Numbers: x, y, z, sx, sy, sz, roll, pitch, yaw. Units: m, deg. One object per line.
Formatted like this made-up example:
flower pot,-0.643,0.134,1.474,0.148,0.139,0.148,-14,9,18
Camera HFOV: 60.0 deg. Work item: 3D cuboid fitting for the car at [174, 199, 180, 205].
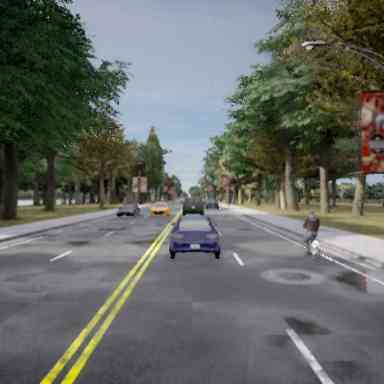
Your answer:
car,-3.187,2.306,77.187,1.812,1.442,4.674,0,-1,0

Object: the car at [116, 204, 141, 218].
car,-6.569,1.930,35.088,2.033,1.411,5.357,0,-1,0

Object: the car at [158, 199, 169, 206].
car,-6.438,2.384,75.386,1.994,1.385,4.181,0,-1,0

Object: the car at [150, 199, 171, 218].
car,-3.317,1.866,35.594,1.882,1.535,5.008,0,-1,0

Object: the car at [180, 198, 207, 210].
car,0.115,1.596,34.426,2.150,2.045,5.566,0,-1,0

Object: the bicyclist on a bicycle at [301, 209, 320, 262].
bicyclist on a bicycle,4.149,1.492,11.726,0.659,1.776,1.843,0,0,0

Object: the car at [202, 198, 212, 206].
car,3.310,2.234,73.455,2.097,1.767,4.553,0,-1,0

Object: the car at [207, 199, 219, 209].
car,3.397,2.004,57.075,2.097,1.767,4.553,0,-1,-1

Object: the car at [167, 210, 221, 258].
car,0.108,1.664,13.347,1.812,1.442,4.674,0,-1,0
